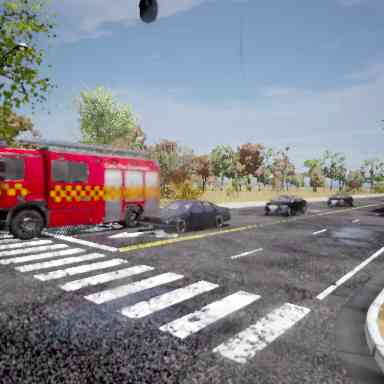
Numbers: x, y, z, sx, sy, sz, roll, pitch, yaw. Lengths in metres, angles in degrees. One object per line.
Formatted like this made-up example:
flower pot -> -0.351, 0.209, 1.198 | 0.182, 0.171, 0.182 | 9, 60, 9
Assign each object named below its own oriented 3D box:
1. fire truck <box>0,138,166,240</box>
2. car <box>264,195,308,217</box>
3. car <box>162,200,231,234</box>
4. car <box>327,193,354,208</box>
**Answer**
fire truck -> -5.364, -0.194, 14.972 | 2.891, 3.827, 8.468 | 3, 2, 39
car -> 7.322, 0.992, 25.671 | 2.128, 1.511, 4.902 | 3, 2, 39
car -> -0.109, 1.117, 16.503 | 2.033, 1.411, 5.357 | 3, 2, 39
car -> 16.581, 0.911, 37.058 | 2.128, 1.511, 4.902 | 3, 2, 39
